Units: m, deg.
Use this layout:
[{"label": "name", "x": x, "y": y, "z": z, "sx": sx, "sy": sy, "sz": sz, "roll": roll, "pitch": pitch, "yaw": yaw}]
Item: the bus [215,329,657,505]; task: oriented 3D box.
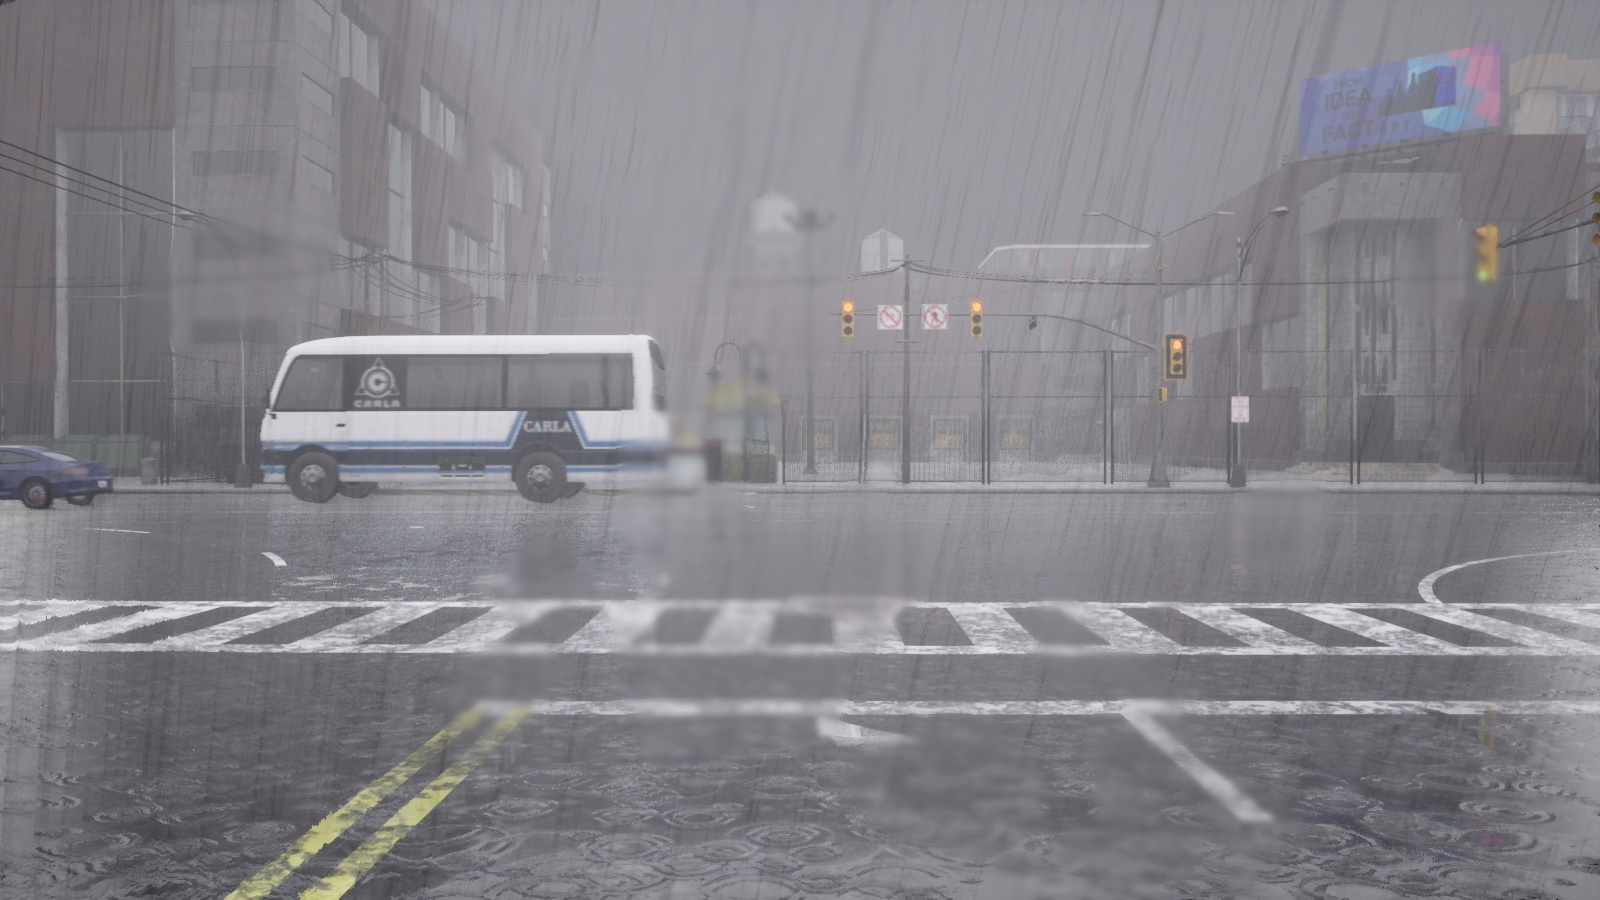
[{"label": "bus", "x": -9.071, "y": -0.820, "z": 32.439, "sx": 10.273, "sy": 4.253, "sz": 3.944, "roll": 0, "pitch": 0, "yaw": 1}]

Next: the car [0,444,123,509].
[{"label": "car", "x": -18.535, "y": 0.593, "z": 29.132, "sx": 4.674, "sy": 1.442, "sz": 1.812, "roll": 0, "pitch": 0, "yaw": 1}]
